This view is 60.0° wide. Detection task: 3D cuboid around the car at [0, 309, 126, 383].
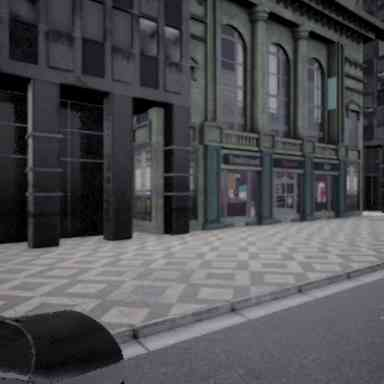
[{"bbox_3d":[-2.716,1.480,1.436,5.008,1.535,1.882,0,0,-35],"label":"car"}]
